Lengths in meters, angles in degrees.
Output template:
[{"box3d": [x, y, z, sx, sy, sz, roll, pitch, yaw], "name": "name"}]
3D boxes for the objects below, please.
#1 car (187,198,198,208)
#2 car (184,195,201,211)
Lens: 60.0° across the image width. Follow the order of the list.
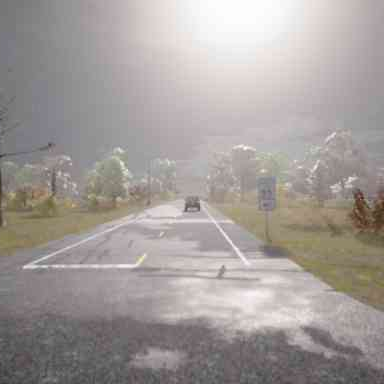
[{"box3d": [0.112, 1.830, 56.414, 1.882, 1.535, 5.008, 0, 0, 0], "name": "car"}, {"box3d": [0.088, 1.498, 46.027, 2.150, 2.045, 5.566, 0, 0, 0], "name": "car"}]
